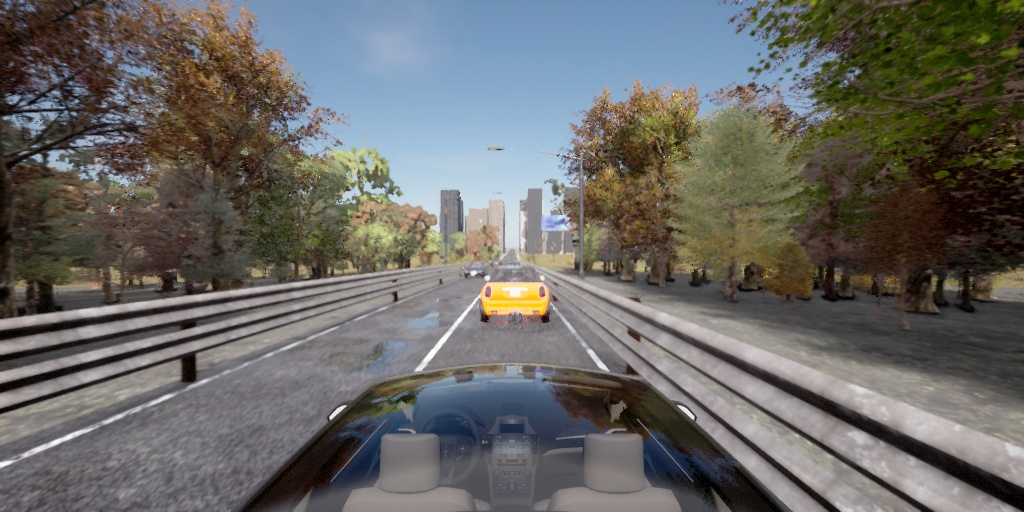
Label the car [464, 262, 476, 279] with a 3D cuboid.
[{"bbox_3d":[-3.339,1.351,33.687,2.128,1.511,4.902,0,0,0],"label":"car"}]

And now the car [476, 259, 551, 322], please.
[{"bbox_3d":[0.095,1.097,12.423,2.097,1.767,4.553,0,0,0],"label":"car"}]

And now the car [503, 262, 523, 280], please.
[{"bbox_3d":[0.102,1.369,34.301,1.837,1.490,4.892,0,0,0],"label":"car"}]
